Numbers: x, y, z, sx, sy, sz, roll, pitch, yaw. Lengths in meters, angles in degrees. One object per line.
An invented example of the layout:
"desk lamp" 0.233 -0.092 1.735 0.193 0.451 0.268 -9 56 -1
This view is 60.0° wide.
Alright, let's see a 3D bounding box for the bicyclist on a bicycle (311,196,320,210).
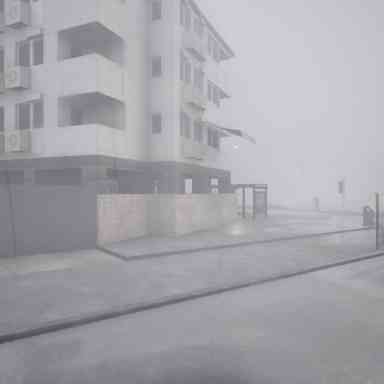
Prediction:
"bicyclist on a bicycle" 14.709 1.349 39.571 1.656 1.620 0.582 0 0 -35
